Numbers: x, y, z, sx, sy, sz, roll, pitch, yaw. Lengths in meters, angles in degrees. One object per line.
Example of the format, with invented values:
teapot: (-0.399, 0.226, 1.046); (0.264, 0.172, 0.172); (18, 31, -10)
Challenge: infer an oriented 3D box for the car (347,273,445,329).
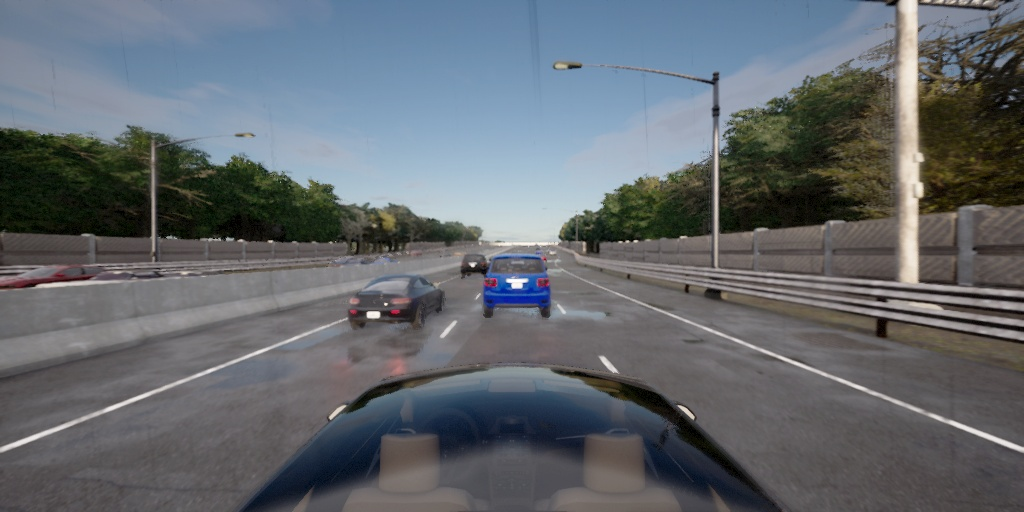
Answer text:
car: (-3.340, 1.252, 11.001); (1.812, 1.442, 4.674); (0, 0, 1)

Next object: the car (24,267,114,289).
car: (-17.486, 1.298, 15.989); (1.895, 1.301, 4.718); (0, 0, 1)

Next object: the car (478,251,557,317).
car: (0.180, 0.938, 13.197); (2.150, 2.045, 5.566); (0, 0, 1)

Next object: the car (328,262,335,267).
car: (-20.242, 0.927, 43.806); (2.033, 1.411, 5.357); (0, 1, 3)

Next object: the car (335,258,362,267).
car: (-16.928, 1.033, 39.153); (1.994, 1.385, 4.181); (0, 1, 2)

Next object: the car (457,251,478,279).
car: (-2.995, 0.811, 30.783); (2.150, 2.045, 5.566); (0, 1, 1)

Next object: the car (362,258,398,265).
car: (-13.477, 0.969, 37.754); (1.882, 1.535, 5.008); (0, 1, 2)

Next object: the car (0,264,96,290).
car: (-20.973, 1.170, 16.654); (1.882, 1.535, 5.008); (0, 0, 1)

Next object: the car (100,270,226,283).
car: (-13.994, 1.301, 15.444); (1.895, 1.301, 4.718); (0, 0, 1)
